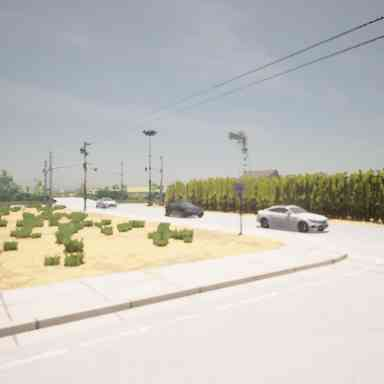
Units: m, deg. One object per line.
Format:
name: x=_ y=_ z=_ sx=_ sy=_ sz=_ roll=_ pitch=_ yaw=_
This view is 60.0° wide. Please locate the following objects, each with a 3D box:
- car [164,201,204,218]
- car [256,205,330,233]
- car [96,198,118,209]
car: x=-0.806 y=1.541 z=29.887 sx=1.812 sy=1.442 sz=4.674 roll=0 pitch=0 yaw=-35
car: x=5.943 y=1.541 z=20.094 sx=1.812 sy=1.442 sz=4.674 roll=0 pitch=0 yaw=-35
car: x=-11.850 y=1.540 z=46.136 sx=1.812 sy=1.442 sz=4.674 roll=0 pitch=0 yaw=-33
